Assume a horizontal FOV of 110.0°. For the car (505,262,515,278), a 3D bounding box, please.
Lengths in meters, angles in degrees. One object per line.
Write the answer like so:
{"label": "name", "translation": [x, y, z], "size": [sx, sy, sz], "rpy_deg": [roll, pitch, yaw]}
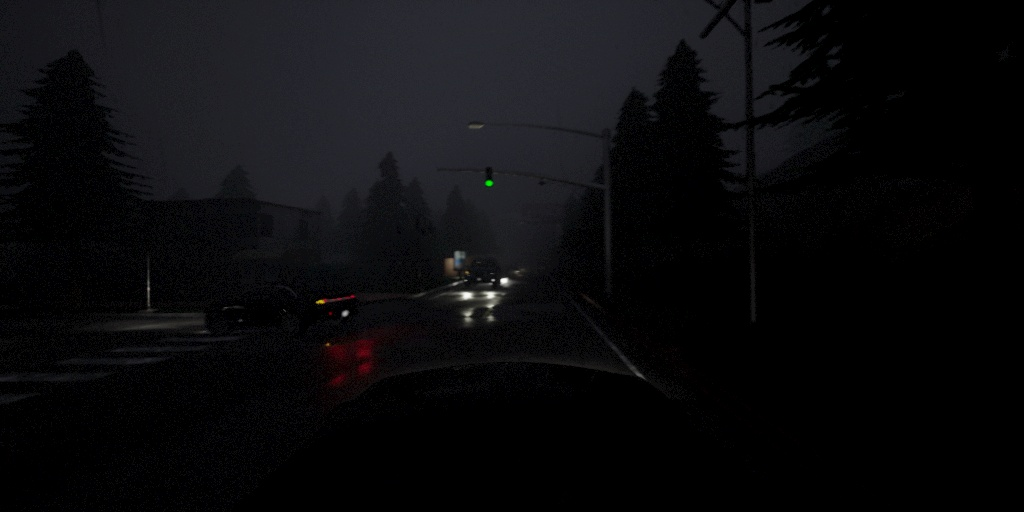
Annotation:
{"label": "car", "translation": [-1.224, 1.553, 39.359], "size": [2.128, 1.511, 4.902], "rpy_deg": [-1, 0, 4]}

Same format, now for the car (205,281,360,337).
{"label": "car", "translation": [-7.143, 1.540, 11.128], "size": [4.902, 1.511, 2.128], "rpy_deg": [-2, -1, 18]}

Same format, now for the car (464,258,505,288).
{"label": "car", "translation": [-2.008, 1.197, 26.434], "size": [2.150, 2.045, 5.566], "rpy_deg": [-1, -1, 4]}

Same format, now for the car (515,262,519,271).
{"label": "car", "translation": [0.064, 1.677, 59.403], "size": [1.882, 1.535, 5.008], "rpy_deg": [-1, -1, 4]}
